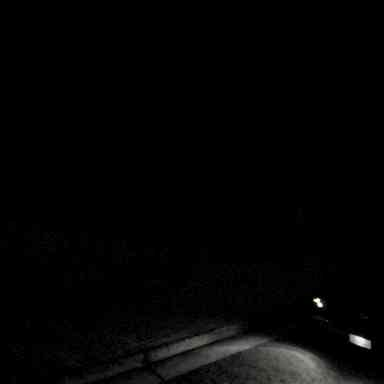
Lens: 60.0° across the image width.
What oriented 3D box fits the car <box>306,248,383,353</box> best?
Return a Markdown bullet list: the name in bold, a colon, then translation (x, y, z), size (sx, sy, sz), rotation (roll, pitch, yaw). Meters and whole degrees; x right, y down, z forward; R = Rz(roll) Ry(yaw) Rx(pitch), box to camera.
- **car**: translation (4.347, 1.547, 5.862), size (5.357, 1.411, 2.033), rotation (0, 0, -35)
